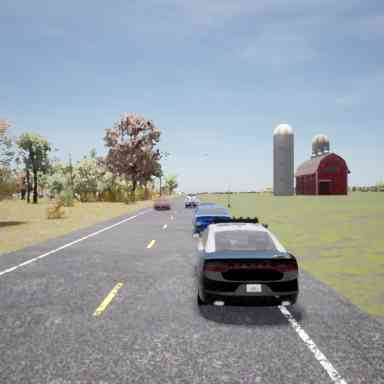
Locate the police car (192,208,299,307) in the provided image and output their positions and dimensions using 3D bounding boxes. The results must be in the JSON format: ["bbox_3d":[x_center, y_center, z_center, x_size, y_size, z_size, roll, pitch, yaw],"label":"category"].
[{"bbox_3d":[1.048,1.426,8.217,1.930,1.638,5.238,0,0,0],"label":"police car"}]

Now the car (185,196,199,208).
[{"bbox_3d":[0.011,1.589,47.509,1.895,1.301,4.718,0,0,1],"label":"car"}]

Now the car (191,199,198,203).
[{"bbox_3d":[1.044,1.504,24.108,1.837,1.490,4.892,0,0,0],"label":"car"}]

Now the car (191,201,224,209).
[{"bbox_3d":[1.046,1.478,18.107,1.882,1.535,5.008,0,0,0],"label":"car"}]

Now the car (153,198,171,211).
[{"bbox_3d":[-3.609,1.469,40.871,1.882,1.535,5.008,0,0,0],"label":"car"}]

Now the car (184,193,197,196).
[{"bbox_3d":[-0.011,1.202,59.451,2.150,2.045,5.566,0,0,0],"label":"car"}]
